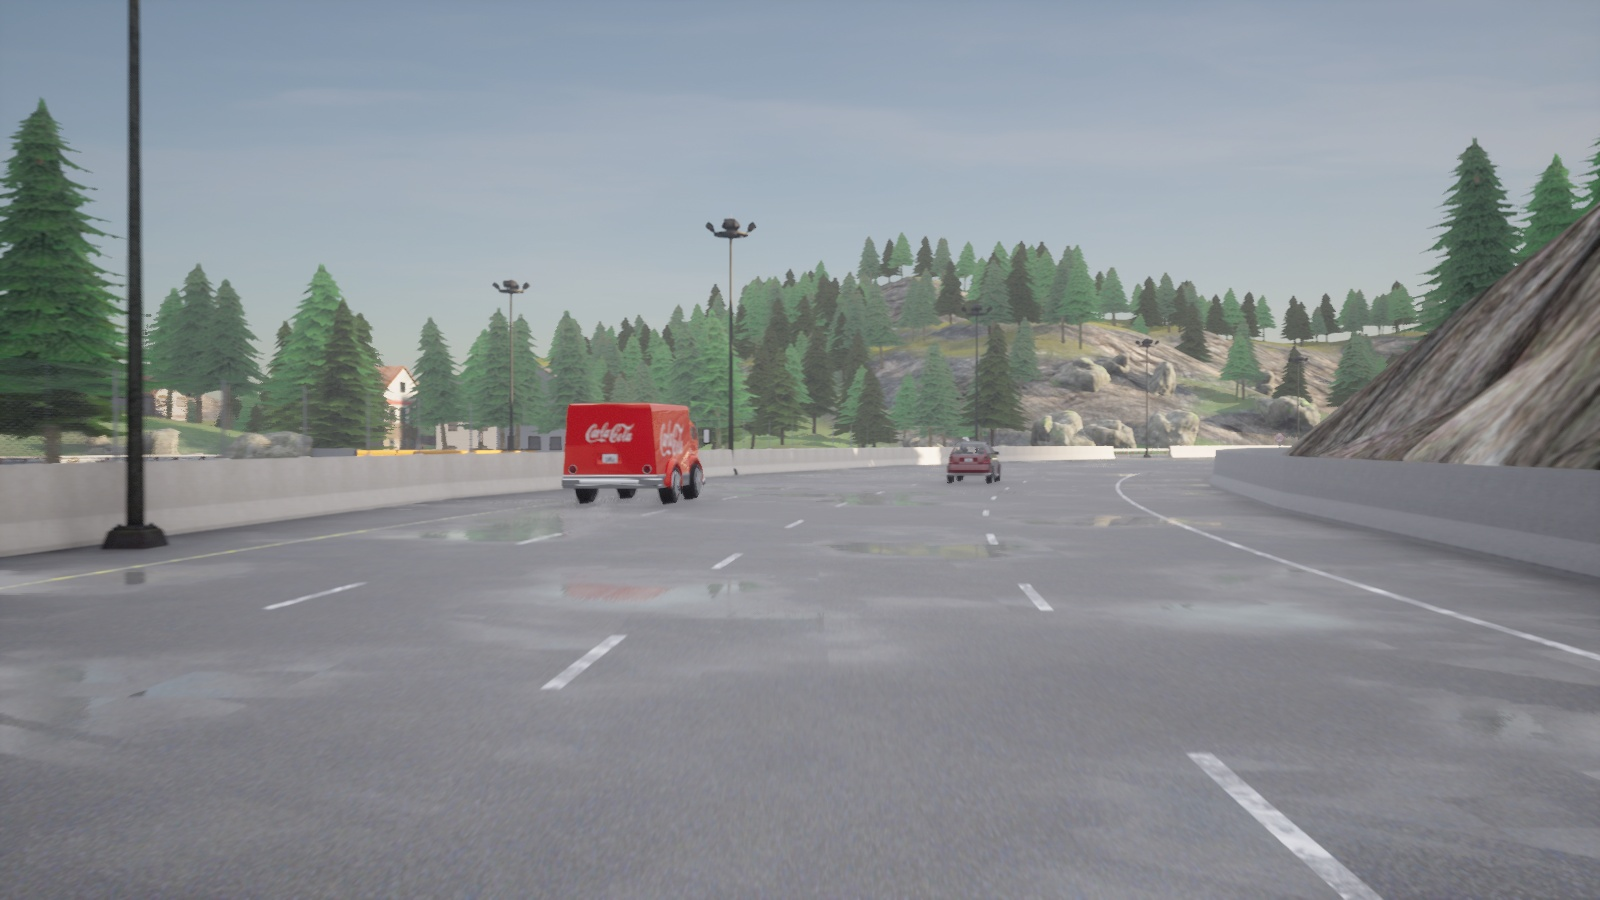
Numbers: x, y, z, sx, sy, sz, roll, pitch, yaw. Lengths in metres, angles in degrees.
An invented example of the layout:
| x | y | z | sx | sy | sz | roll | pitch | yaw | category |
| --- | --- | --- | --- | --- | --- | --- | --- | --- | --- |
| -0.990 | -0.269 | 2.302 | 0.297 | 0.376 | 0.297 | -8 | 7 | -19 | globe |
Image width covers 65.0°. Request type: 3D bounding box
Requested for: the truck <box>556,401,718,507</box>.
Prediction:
| x | y | z | sx | sy | sz | roll | pitch | yaw | category |
| --- | --- | --- | --- | --- | --- | --- | --- | --- | --- |
| -4.009 | 0.074 | 32.064 | 2.627 | 2.467 | 5.204 | 0 | 0 | 10 | truck |

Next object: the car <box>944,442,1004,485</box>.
| x | y | z | sx | sy | sz | roll | pitch | yaw | category |
| --- | --- | --- | --- | --- | --- | --- | --- | --- | --- |
| 6.615 | 0.472 | 47.389 | 1.789 | 1.549 | 3.705 | 0 | 0 | 15 | car |
